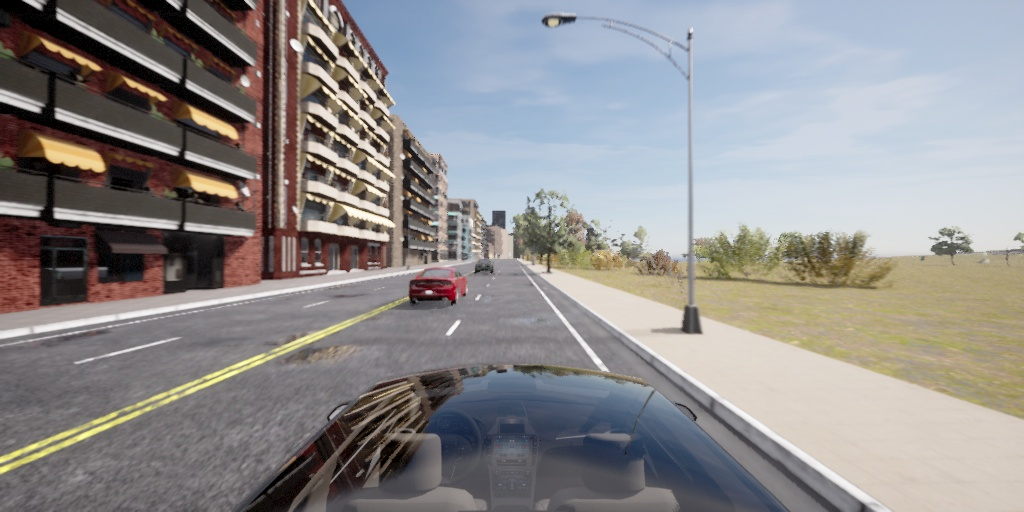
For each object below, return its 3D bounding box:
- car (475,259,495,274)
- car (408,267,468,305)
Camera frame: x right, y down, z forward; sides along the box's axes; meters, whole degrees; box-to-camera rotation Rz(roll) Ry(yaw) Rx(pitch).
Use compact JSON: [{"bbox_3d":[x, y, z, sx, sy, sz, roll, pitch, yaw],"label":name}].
[{"bbox_3d":[-3.155,1.100,42.178,2.097,1.767,4.553,0,0,0],"label":"car"},{"bbox_3d":[-3.152,1.227,16.087,1.882,1.535,5.008,0,0,0],"label":"car"}]
